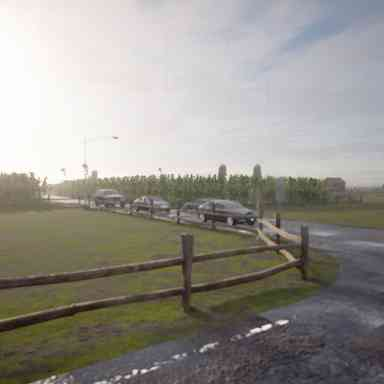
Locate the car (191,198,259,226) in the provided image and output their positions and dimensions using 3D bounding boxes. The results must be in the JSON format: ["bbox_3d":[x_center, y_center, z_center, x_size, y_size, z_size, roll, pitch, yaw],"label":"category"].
[{"bbox_3d":[2.188,1.308,21.340,1.837,1.490,4.892,-1,1,-33],"label":"car"}]

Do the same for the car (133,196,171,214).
[{"bbox_3d":[-3.683,1.147,29.969,2.128,1.511,4.902,-1,1,-34],"label":"car"}]

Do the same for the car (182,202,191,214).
[{"bbox_3d":[0.843,1.231,28.552,1.994,1.385,4.181,-1,1,-34],"label":"car"}]

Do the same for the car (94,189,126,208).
[{"bbox_3d":[-9.625,0.729,38.641,2.150,2.045,5.566,-1,1,-34],"label":"car"}]
